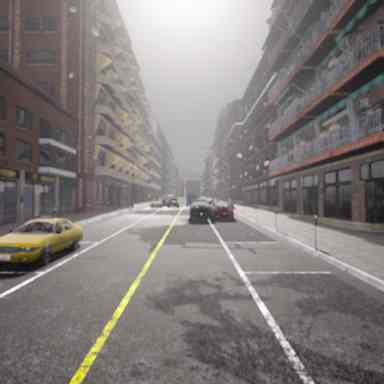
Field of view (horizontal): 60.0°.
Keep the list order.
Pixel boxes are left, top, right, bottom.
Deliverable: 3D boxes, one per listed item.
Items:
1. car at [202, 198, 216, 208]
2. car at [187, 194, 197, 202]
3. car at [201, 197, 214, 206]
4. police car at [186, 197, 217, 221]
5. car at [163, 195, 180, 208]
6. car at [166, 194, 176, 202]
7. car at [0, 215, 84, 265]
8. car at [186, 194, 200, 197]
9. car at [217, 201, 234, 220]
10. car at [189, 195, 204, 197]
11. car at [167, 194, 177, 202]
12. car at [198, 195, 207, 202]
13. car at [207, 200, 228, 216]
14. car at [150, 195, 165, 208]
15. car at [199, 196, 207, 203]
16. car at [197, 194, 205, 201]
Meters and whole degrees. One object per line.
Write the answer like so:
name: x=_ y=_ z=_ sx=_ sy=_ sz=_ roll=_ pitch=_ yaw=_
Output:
car: x=2.577 y=1.630 z=50.651 sx=1.887 sy=1.381 sz=4.507 roll=1 pitch=0 yaw=0
car: x=-0.012 y=1.447 z=78.715 sx=2.097 sy=1.767 sz=4.553 roll=0 pitch=0 yaw=0
car: x=2.575 y=1.652 z=56.183 sx=2.008 sy=1.369 sz=4.403 roll=1 pitch=0 yaw=0
police car: x=0.710 y=1.453 z=27.305 sx=1.930 sy=1.638 sz=5.238 roll=0 pitch=0 yaw=0
car: x=-2.838 y=1.587 z=50.134 sx=1.837 sy=1.490 sz=4.892 roll=0 pitch=0 yaw=0
car: x=-5.304 y=1.525 z=83.896 sx=2.192 sy=1.841 sz=5.009 roll=1 pitch=0 yaw=0
car: x=-5.295 y=1.532 z=11.836 sx=1.752 sy=1.417 sz=4.829 roll=2 pitch=0 yaw=0
car: x=-0.010 y=1.347 z=63.770 sx=2.150 sy=2.045 sz=5.566 roll=0 pitch=0 yaw=0
car: x=2.581 y=1.575 z=28.529 sx=1.887 sy=1.381 sz=4.507 roll=1 pitch=0 yaw=0
car: x=0.819 y=1.519 z=43.391 sx=1.801 sy=1.575 sz=5.366 roll=0 pitch=0 yaw=0
car: x=-5.305 y=1.551 z=89.426 sx=2.192 sy=1.841 sz=5.009 roll=1 pitch=0 yaw=0
car: x=2.581 y=1.650 z=83.837 sx=1.967 sy=1.590 sz=4.097 roll=1 pitch=0 yaw=0
car: x=2.580 y=1.567 z=34.231 sx=1.752 sy=1.417 sz=4.829 roll=1 pitch=0 yaw=0
car: x=-5.303 y=1.609 z=50.543 sx=1.752 sy=1.417 sz=4.829 roll=2 pitch=0 yaw=0
car: x=2.572 y=1.730 z=78.305 sx=1.887 sy=1.381 sz=4.507 roll=1 pitch=0 yaw=0
car: x=2.540 y=1.579 z=94.899 sx=2.192 sy=1.841 sz=5.009 roll=1 pitch=0 yaw=0
